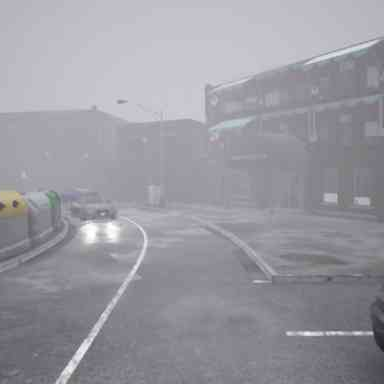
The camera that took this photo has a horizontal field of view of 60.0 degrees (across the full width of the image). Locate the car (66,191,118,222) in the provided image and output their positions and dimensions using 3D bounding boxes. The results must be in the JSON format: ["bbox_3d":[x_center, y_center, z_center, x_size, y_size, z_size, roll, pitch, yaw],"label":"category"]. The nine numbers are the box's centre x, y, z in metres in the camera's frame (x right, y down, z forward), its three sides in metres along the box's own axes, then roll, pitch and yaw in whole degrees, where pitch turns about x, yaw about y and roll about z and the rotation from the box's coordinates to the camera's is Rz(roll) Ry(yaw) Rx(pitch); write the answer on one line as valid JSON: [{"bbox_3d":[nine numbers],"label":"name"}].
[{"bbox_3d":[-6.084,0.955,20.434,1.994,1.385,4.181,-2,4,-32],"label":"car"}]

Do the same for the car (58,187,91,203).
[{"bbox_3d":[-10.396,0.339,29.430,5.008,1.535,1.882,1,3,35],"label":"car"}]

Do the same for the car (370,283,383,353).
[{"bbox_3d":[4.621,1.456,3.636,4.892,1.521,2.231,0,1,0],"label":"car"}]
